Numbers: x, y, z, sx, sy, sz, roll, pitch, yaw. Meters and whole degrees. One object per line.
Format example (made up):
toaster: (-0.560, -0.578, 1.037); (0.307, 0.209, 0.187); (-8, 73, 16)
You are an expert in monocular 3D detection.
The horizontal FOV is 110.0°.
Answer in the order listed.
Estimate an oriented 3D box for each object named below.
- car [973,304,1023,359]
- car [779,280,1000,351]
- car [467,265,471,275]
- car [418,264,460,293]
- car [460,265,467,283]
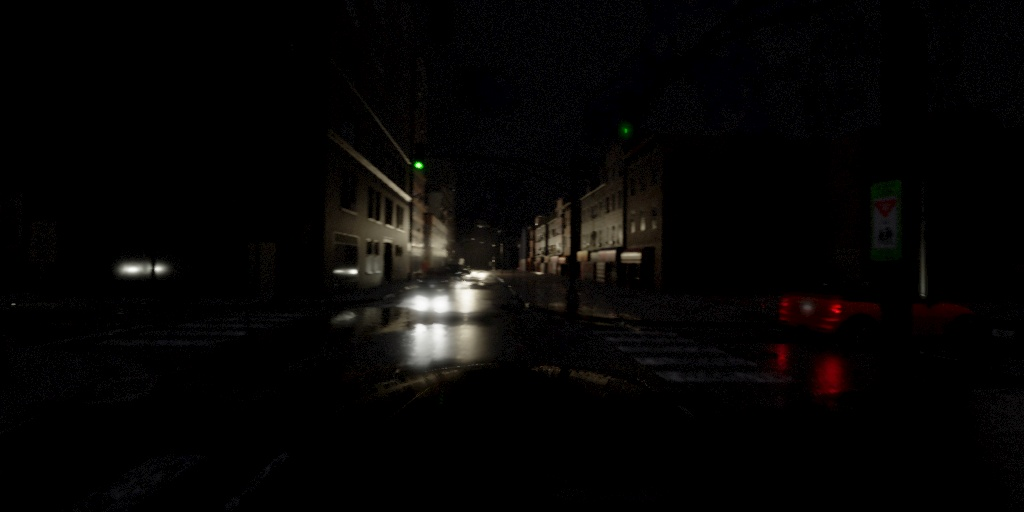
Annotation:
car: (12.583, 1.750, 7.848); (4.313, 1.339, 1.948); (0, 0, -5)
car: (10.467, 1.526, 10.332); (4.553, 1.767, 2.097); (1, -1, -5)
car: (-7.231, 2.111, 54.282); (1.837, 1.490, 4.892); (1, -2, -4)
car: (-4.737, 1.486, 22.916); (2.128, 1.511, 4.902); (1, -1, -5)
car: (-5.559, 1.527, 33.020); (2.097, 1.767, 4.553); (1, -1, -5)
